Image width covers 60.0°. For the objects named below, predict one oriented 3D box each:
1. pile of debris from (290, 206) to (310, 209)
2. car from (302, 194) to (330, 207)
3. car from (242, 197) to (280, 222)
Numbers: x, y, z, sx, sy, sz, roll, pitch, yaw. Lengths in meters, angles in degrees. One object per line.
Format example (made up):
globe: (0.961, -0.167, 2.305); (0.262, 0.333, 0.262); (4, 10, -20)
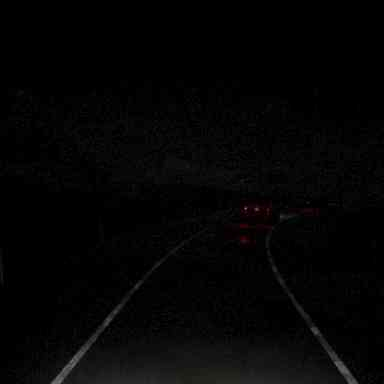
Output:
pile of debris: (11.700, 1.665, 36.123); (1.500, 0.140, 1.860); (2, 3, 38)
car: (14.434, 0.912, 38.811); (1.812, 1.442, 4.674); (3, 4, 41)
car: (5.258, 1.167, 24.750); (2.097, 1.767, 4.553); (2, 2, 23)
